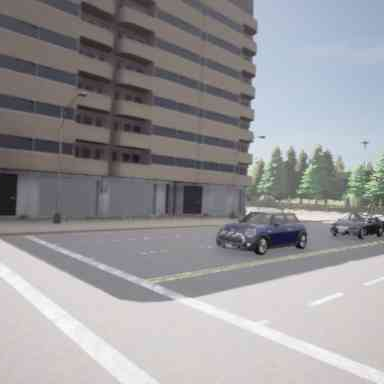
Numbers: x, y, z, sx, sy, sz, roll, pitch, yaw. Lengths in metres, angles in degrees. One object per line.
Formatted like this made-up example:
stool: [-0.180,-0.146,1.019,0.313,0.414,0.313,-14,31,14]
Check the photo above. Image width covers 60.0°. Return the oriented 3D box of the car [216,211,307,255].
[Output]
car: [3.189,1.651,14.851,4.553,1.767,2.097,3,-1,-41]

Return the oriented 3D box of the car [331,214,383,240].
car: [10.837,2.165,21.602,4.902,1.511,2.128,3,-1,-41]
